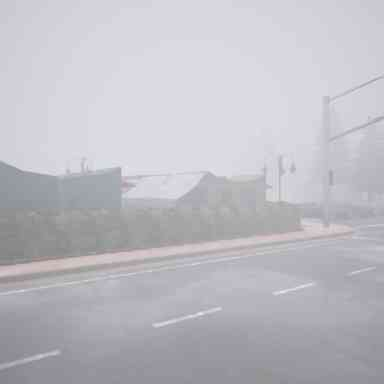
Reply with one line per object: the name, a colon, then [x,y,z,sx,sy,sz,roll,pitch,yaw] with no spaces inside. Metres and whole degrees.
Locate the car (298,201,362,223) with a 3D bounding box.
car: [10.077,1.492,25.971,2.128,1.511,4.902,0,0,-37]

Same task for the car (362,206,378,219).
car: [12.992,1.492,28.134,2.128,1.511,4.902,0,0,-39]
